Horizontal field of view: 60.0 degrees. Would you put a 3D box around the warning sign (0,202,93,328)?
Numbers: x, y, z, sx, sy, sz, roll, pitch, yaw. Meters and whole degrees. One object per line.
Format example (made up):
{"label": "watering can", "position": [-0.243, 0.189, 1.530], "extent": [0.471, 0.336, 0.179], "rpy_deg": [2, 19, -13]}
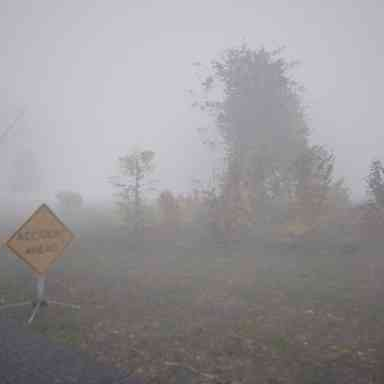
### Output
{"label": "warning sign", "position": [-2.640, 1.119, 5.831], "extent": [1.060, 1.860, 1.300], "rpy_deg": [1, 0, 35]}
